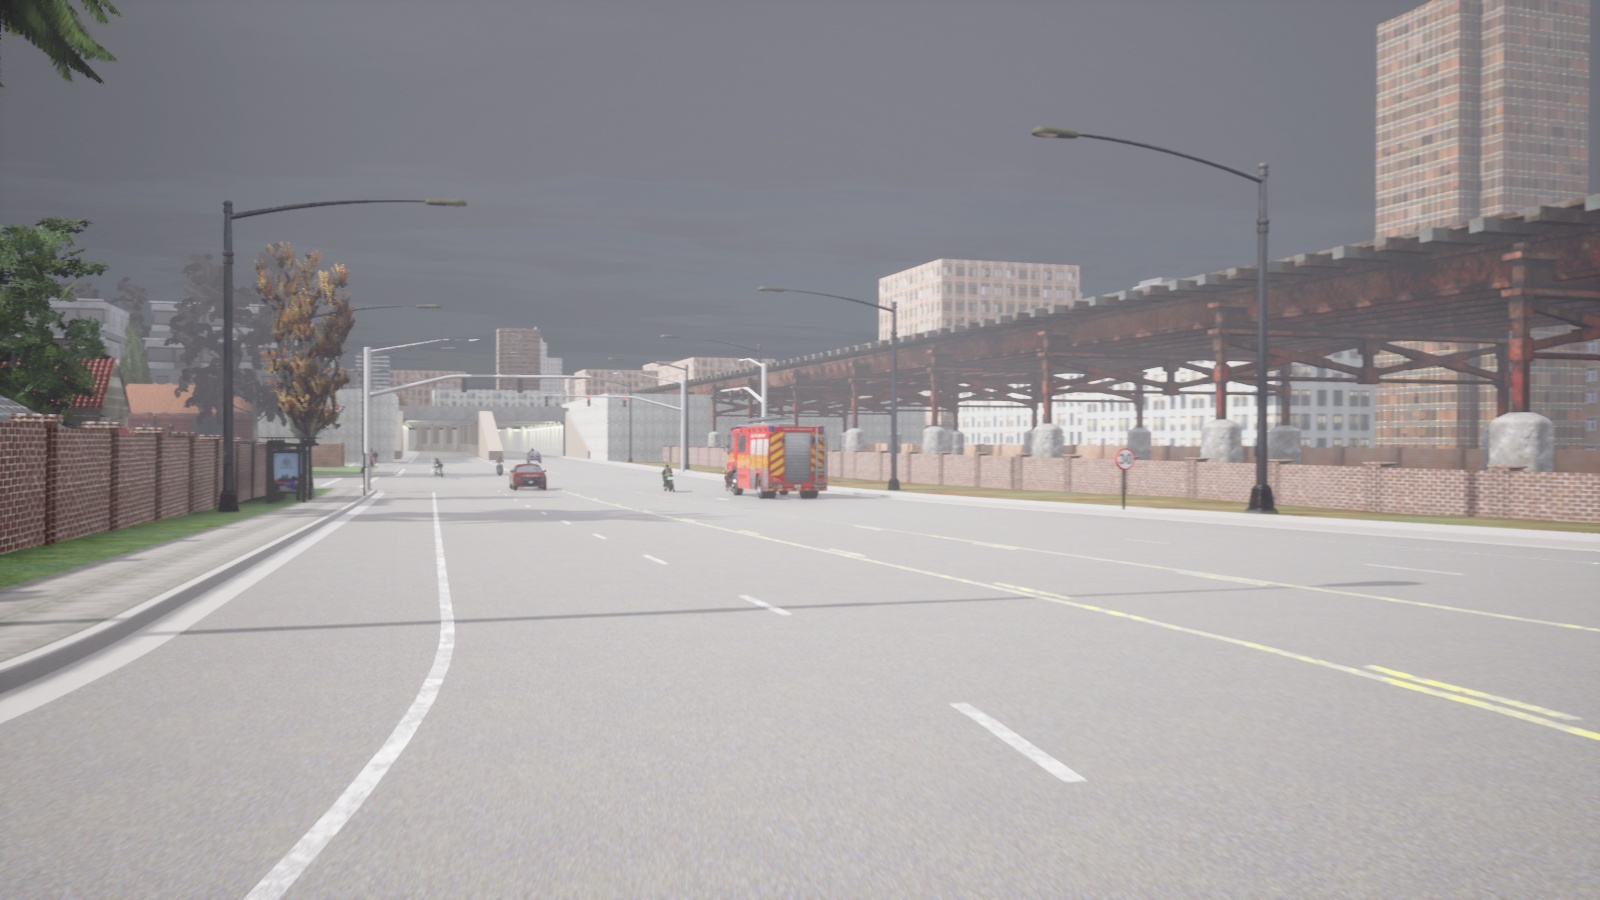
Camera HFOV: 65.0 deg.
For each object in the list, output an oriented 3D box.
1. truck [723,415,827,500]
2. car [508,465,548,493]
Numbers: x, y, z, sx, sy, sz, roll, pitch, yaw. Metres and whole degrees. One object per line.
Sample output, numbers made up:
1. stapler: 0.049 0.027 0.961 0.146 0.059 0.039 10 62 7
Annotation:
1. truck: -1.371 0.362 60.926 2.891 3.827 8.468 0 0 -16
2. car: -15.801 1.653 72.763 1.882 1.535 5.008 -1 0 -16
